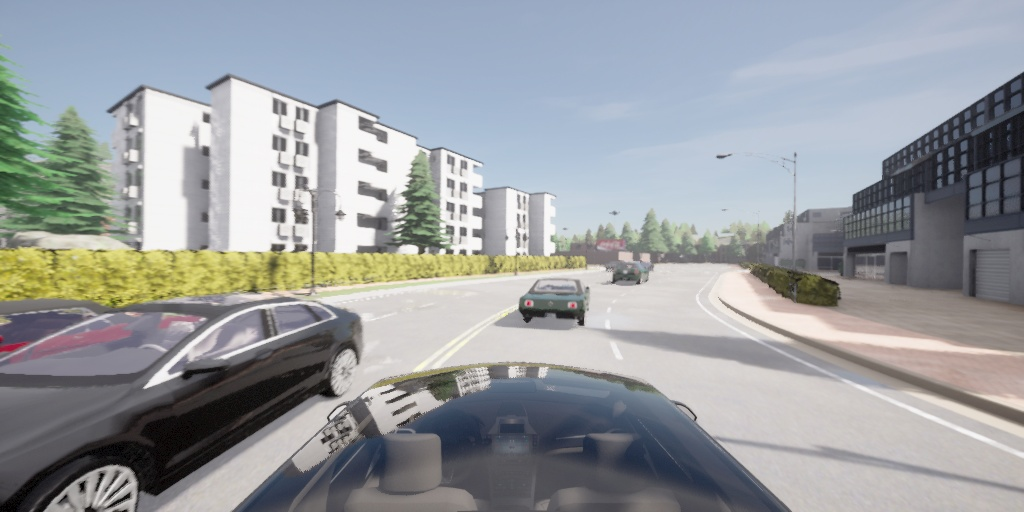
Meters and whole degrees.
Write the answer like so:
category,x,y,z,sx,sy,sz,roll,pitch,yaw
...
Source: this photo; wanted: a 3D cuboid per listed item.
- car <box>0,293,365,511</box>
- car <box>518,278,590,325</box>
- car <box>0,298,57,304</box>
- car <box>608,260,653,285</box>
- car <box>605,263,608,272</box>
category,x,y,z,sx,sy,sz,roll,pitch,yaw
car,-3.350,1.206,3.701,2.128,1.511,4.902,0,0,4
car,1.633,1.373,12.060,1.895,1.301,4.718,1,0,15
car,-6.852,1.279,4.448,1.895,1.301,4.718,1,0,5
car,9.339,1.215,28.056,2.097,1.767,4.553,1,0,30
car,14.570,1.434,50.560,1.837,1.490,4.892,1,0,32
